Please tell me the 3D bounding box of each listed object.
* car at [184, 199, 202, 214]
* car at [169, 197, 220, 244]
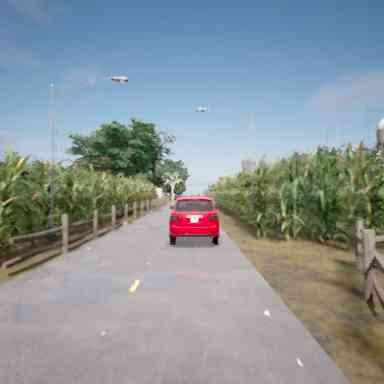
[{"bbox_3d":[0.092,1.544,36.514,1.837,1.490,4.892,0,0,0],"label":"car"},{"bbox_3d":[0.095,1.237,16.064,2.150,2.045,5.566,0,0,0],"label":"car"}]
